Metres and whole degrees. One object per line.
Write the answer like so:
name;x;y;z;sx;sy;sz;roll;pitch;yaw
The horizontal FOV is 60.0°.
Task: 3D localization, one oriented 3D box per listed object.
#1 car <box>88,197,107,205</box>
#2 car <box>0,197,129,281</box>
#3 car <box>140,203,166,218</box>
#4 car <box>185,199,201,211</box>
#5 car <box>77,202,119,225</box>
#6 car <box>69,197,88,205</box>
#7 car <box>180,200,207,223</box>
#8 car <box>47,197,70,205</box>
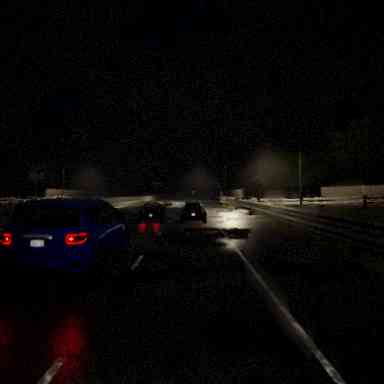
car;-17.500;1.633;61.614;2.128;1.511;4.902;0;0;0
car;-3.401;1.222;9.990;2.150;2.045;5.566;0;0;0
car;-3.400;1.617;29.751;1.895;1.301;4.718;0;0;0
car;0.100;1.641;42.643;1.895;1.301;4.718;0;0;0
car;-6.900;1.536;24.896;1.812;1.442;4.674;0;0;0
car;-21.000;1.691;61.613;1.994;1.385;4.181;0;0;0
car;0.100;1.575;25.891;1.994;1.385;4.181;0;0;0
car;-24.500;1.613;61.198;2.128;1.511;4.902;0;0;0
